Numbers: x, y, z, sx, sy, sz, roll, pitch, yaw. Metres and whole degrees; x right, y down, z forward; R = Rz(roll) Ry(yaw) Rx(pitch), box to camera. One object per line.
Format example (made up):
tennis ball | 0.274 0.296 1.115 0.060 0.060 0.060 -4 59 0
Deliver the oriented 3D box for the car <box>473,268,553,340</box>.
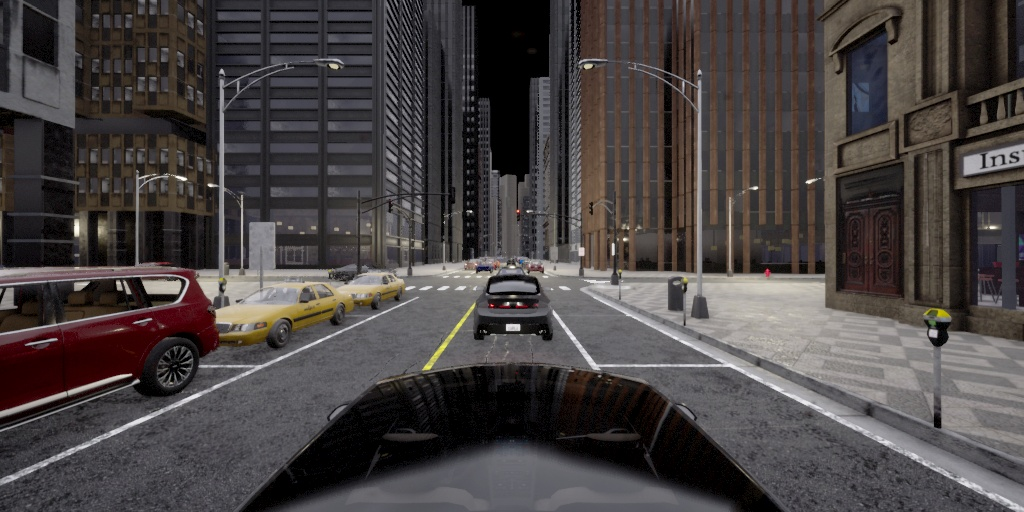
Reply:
car | 0.036 1.255 9.924 1.837 1.490 4.892 0 0 0

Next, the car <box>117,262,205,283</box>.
car | -25.920 1.198 26.576 4.674 1.442 1.812 0 0 -1

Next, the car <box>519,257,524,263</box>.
car | 2.620 1.312 58.643 2.007 1.370 4.403 0 0 0

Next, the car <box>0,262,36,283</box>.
car | -39.190 1.179 26.472 5.357 1.411 2.033 0 0 0

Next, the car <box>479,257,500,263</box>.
car | -3.213 1.111 52.024 2.097 1.767 4.553 0 0 0

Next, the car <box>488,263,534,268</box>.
car | -0.046 1.298 20.253 2.033 1.411 5.357 0 0 0

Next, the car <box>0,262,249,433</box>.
car | -5.767 1.065 3.797 2.192 1.841 5.009 0 0 0

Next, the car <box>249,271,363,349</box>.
car | -5.780 1.276 9.229 1.751 1.417 4.829 0 0 0

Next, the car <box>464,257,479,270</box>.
car | -5.891 1.199 52.994 1.967 1.591 4.097 0 0 0

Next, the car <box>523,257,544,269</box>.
car | 2.662 1.196 41.816 1.967 1.591 4.097 0 0 0

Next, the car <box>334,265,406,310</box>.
car | -5.795 1.276 14.830 1.751 1.417 4.829 0 0 0

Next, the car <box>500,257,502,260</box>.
car | -3.222 1.115 61.974 2.097 1.767 4.553 0 0 0

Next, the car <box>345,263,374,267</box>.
car | -10.921 1.245 26.956 4.674 1.442 1.812 0 0 -5

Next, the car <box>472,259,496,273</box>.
car | -3.192 1.357 42.330 1.895 1.301 4.718 0 0 0
